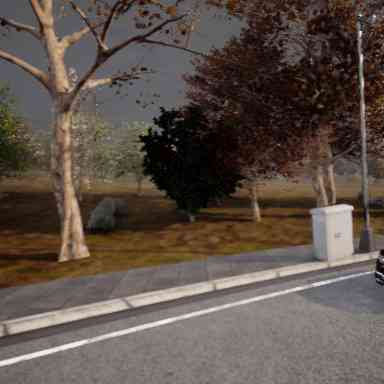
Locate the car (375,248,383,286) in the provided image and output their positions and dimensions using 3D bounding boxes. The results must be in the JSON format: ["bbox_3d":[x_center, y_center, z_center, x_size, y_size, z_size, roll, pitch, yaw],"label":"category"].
[{"bbox_3d":[6.244,1.392,7.578,4.902,1.511,2.128,-1,1,-29],"label":"car"}]
